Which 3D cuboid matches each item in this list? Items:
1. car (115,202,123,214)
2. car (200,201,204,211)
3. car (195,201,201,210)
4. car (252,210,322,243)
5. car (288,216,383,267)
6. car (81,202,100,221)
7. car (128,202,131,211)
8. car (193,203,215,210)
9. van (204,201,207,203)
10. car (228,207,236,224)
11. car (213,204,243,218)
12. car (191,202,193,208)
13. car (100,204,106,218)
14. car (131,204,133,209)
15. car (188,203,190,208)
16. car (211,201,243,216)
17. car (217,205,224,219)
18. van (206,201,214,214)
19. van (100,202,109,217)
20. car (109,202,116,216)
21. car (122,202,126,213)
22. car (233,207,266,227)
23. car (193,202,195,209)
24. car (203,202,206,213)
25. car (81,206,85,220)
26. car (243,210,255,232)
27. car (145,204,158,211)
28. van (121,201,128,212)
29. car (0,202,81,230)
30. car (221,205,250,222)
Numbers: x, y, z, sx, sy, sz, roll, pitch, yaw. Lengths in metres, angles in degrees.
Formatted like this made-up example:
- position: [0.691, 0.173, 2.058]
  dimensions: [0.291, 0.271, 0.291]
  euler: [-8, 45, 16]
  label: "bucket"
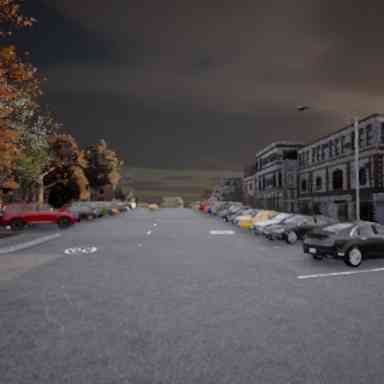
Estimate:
- position: [-12.999, 2.606, 47.014]
  dimensions: [5.366, 1.575, 1.946]
  euler: [0, -2, -23]
  label: "car"
- position: [4.284, 2.657, 53.690]
  dimensions: [4.553, 1.767, 2.185]
  euler: [1, -2, -23]
  label: "car"
- position: [4.028, 2.681, 59.573]
  dimensions: [5.566, 2.045, 2.435]
  euler: [1, -2, -23]
  label: "car"
- position: [6.187, 1.984, 18.549]
  dimensions: [4.892, 1.521, 2.231]
  euler: [1, -1, -23]
  label: "car"
- position: [6.488, 1.854, 12.695]
  dimensions: [4.892, 1.521, 2.231]
  euler: [1, -2, -23]
  label: "car"
- position: [-12.518, 2.213, 35.196]
  dimensions: [4.553, 1.767, 2.185]
  euler: [0, -1, -23]
  label: "car"
- position: [-13.796, 2.941, 58.697]
  dimensions: [4.674, 1.452, 2.002]
  euler: [0, -2, -23]
  label: "car"
- position: [2.934, 3.512, 80.060]
  dimensions: [4.792, 1.488, 2.163]
  euler: [2, -2, -23]
  label: "car"
- position: [4.575, 2.490, 50.823]
  dimensions: [4.442, 1.987, 1.878]
  euler: [1, -2, -23]
  label: "van"
- position: [5.715, 2.218, 27.336]
  dimensions: [4.674, 1.452, 2.002]
  euler: [1, -1, -23]
  label: "car"
- position: [5.251, 2.374, 36.125]
  dimensions: [4.892, 1.521, 2.231]
  euler: [1, -1, -23]
  label: "car"
- position: [3.238, 3.403, 77.190]
  dimensions: [5.366, 1.575, 1.946]
  euler: [2, -2, -23]
  label: "car"
- position: [-12.727, 2.435, 38.108]
  dimensions: [4.792, 1.488, 2.163]
  euler: [0, -1, -23]
  label: "car"
- position: [-13.955, 3.016, 61.637]
  dimensions: [4.674, 1.452, 2.002]
  euler: [0, -2, -23]
  label: "car"
- position: [2.416, 3.634, 85.831]
  dimensions: [5.366, 1.575, 1.946]
  euler: [2, -2, -23]
  label: "car"
- position: [5.122, 2.314, 39.064]
  dimensions: [4.553, 1.767, 2.185]
  euler: [1, -1, -23]
  label: "car"
- position: [5.374, 2.337, 33.181]
  dimensions: [4.792, 1.488, 2.163]
  euler: [1, -1, -23]
  label: "car"
- position: [4.677, 2.344, 44.866]
  dimensions: [4.442, 1.987, 1.878]
  euler: [1, -1, -23]
  label: "van"
- position: [-12.962, 2.247, 41.014]
  dimensions: [4.442, 1.987, 1.878]
  euler: [0, -1, -23]
  label: "van"
- position: [-13.005, 2.540, 44.000]
  dimensions: [4.892, 1.521, 2.231]
  euler: [0, -1, -23]
  label: "car"
- position: [-13.477, 2.791, 52.813]
  dimensions: [4.674, 1.452, 2.002]
  euler: [0, -1, -23]
  label: "car"
- position: [6.036, 2.114, 24.485]
  dimensions: [5.366, 1.575, 1.946]
  euler: [1, -2, -23]
  label: "car"
- position: [3.547, 3.243, 71.340]
  dimensions: [5.366, 1.575, 1.946]
  euler: [2, -2, -23]
  label: "car"
- position: [4.616, 2.642, 47.839]
  dimensions: [5.008, 1.535, 2.097]
  euler: [1, -2, -23]
  label: "car"
- position: [-12.256, 2.238, 29.287]
  dimensions: [4.792, 1.488, 2.163]
  euler: [0, -1, -23]
  label: "car"
- position: [6.026, 2.088, 21.477]
  dimensions: [4.674, 1.452, 2.002]
  euler: [1, -1, -23]
  label: "car"
- position: [-7.853, 3.119, 67.362]
  dimensions: [1.882, 1.535, 5.008]
  euler: [0, -1, -3]
  label: "car"
- position: [-13.535, 2.600, 55.813]
  dimensions: [4.442, 1.987, 1.878]
  euler: [0, -2, -23]
  label: "van"
- position: [-12.053, 1.892, 26.383]
  dimensions: [5.566, 2.045, 2.435]
  euler: [0, -2, -23]
  label: "car"
- position: [5.567, 2.244, 30.262]
  dimensions: [4.892, 1.521, 2.231]
  euler: [1, -1, -23]
  label: "car"
